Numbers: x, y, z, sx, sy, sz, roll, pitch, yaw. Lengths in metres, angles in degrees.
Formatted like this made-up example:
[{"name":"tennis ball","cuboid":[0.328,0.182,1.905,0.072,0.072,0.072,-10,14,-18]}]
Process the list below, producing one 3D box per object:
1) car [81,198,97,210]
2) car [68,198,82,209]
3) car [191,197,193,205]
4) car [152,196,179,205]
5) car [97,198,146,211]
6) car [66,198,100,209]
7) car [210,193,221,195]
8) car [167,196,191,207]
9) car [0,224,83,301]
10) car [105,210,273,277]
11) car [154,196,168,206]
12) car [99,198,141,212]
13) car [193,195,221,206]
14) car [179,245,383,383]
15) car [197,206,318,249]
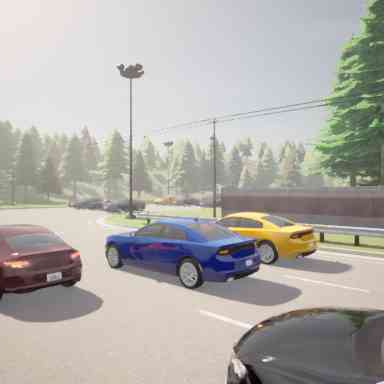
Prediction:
[{"name":"car","cuboid":[-10.980,1.603,41.903,1.895,1.301,4.718,0,0,43]},{"name":"car","cuboid":[-13.640,1.494,44.180,2.128,1.511,4.902,0,0,43]},{"name":"car","cuboid":[2.470,1.602,51.336,1.895,1.301,4.718,0,0,43]},{"name":"car","cuboid":[-4.672,1.528,59.070,1.812,1.442,4.674,0,0,43]},{"name":"car","cuboid":[-7.190,1.494,35.686,2.128,1.511,4.902,0,0,43]},{"name":"car","cuboid":[-15.461,1.566,47.370,1.994,1.385,4.181,0,0,43]},{"name":"car","cuboid":[4.836,1.226,69.258,2.150,2.045,5.566,0,0,43]},{"name":"car","cuboid":[-1.028,1.494,52.707,2.128,1.511,4.902,0,0,43]},{"name":"car","cuboid":[-4.447,1.526,8.198,4.674,1.442,1.812,0,0,42]},{"name":"car","cuboid":[-0.506,1.478,9.335,5.008,1.535,1.882,0,0,43]},{"name":"car","cuboid":[-4.039,1.480,54.605,1.882,1.535,5.008,0,1,43]},{"name":"car","cuboid":[-8.431,1.527,39.505,1.812,1.442,4.674,0,0,43]},{"name":"car","cuboid":[2.974,1.493,46.716,2.128,1.511,4.902,0,0,43]},{"name":"car","cuboid":[2.424,1.492,1.980,4.902,1.511,2.128,0,0,42]},{"name":"car","cuboid":[1.854,1.478,11.919,5.008,1.535,1.882,0,0,43]}]
